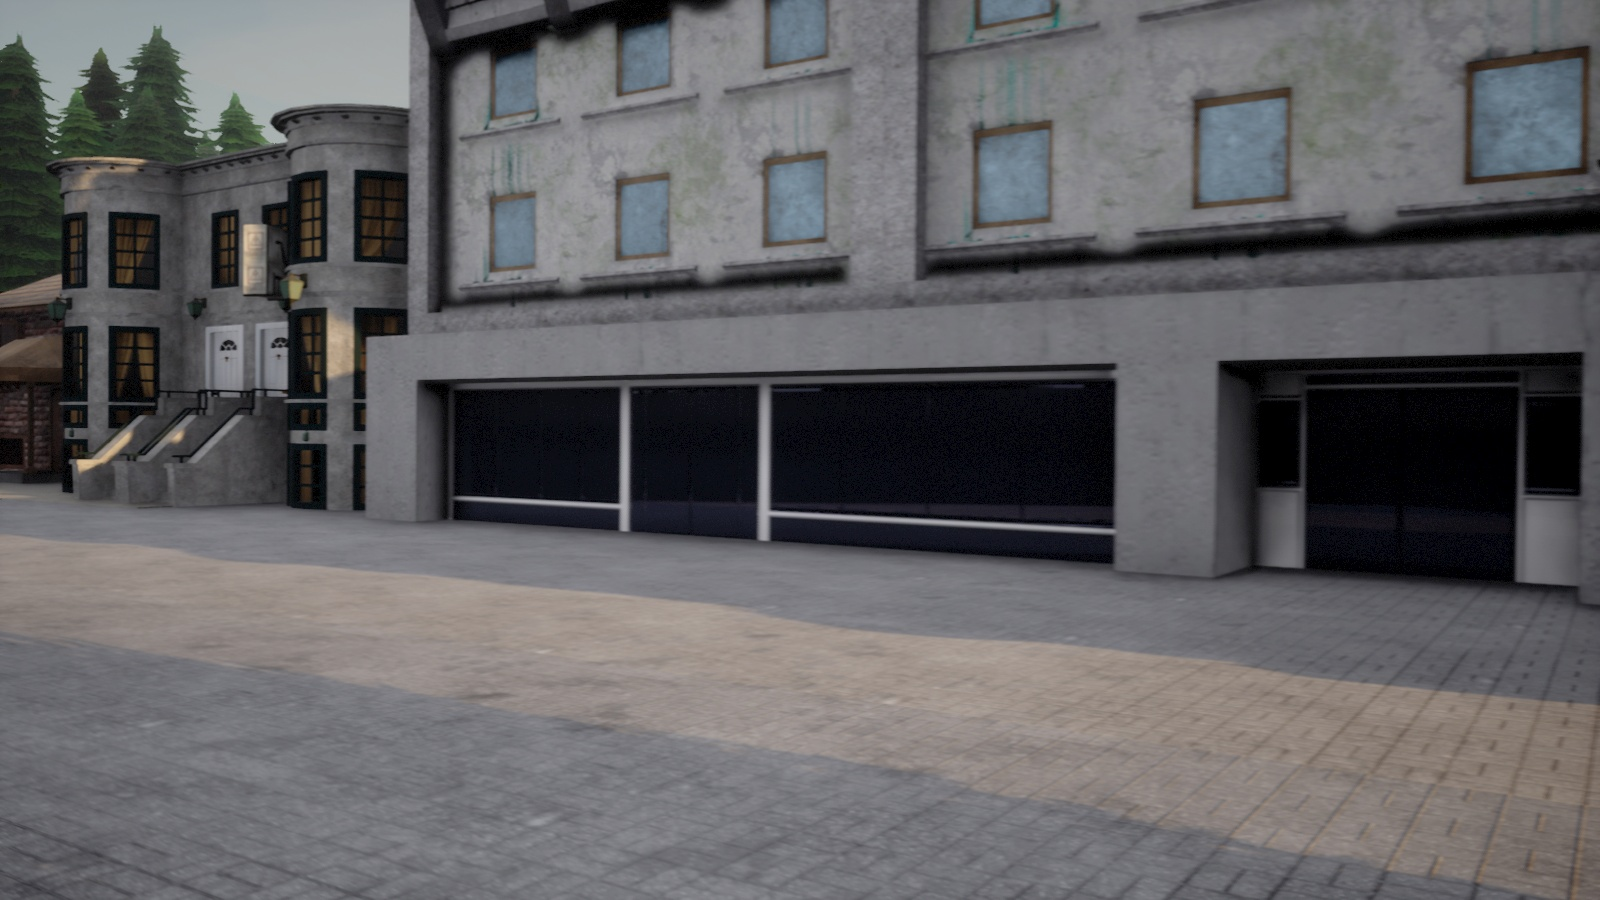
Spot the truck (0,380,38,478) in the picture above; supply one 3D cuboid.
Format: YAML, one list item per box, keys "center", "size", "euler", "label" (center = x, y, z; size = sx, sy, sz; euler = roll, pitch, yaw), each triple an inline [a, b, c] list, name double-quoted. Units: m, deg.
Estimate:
- center: [-34.165, -0.774, 47.658]
  size: [2.891, 3.827, 8.468]
  euler: [0, 1, 34]
  label: "truck"
